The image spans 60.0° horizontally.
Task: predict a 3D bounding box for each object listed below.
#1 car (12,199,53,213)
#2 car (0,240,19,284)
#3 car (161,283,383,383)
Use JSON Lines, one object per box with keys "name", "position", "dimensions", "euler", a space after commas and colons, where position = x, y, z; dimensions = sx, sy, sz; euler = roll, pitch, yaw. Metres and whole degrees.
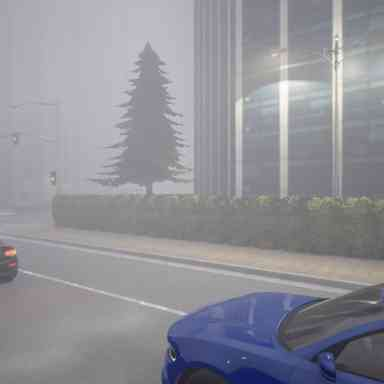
{"name": "car", "position": [-17.157, 1.547, 37.407], "dimensions": [2.033, 1.411, 5.357], "euler": [0, 0, 36]}
{"name": "car", "position": [-6.134, 1.526, 8.321], "dimensions": [4.674, 1.442, 1.812], "euler": [0, 0, 36]}
{"name": "car", "position": [1.994, 1.478, 2.571], "dimensions": [5.008, 1.535, 1.882], "euler": [0, 0, 36]}
